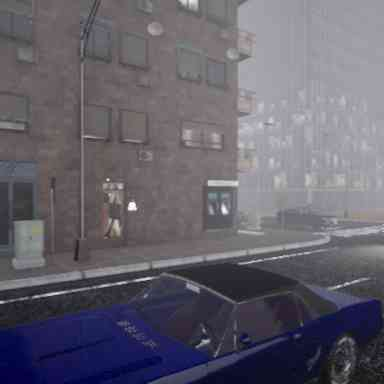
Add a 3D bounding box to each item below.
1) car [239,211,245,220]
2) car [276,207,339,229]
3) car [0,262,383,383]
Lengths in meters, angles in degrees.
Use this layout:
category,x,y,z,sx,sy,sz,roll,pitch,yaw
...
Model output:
category,x,y,z,sx,sy,sz,roll,pitch,yaw
car,3.084,2.036,32.682,1.837,1.490,4.892,0,-1,-37
car,8.541,1.878,24.975,2.128,1.511,4.902,0,-1,-33
car,0.118,1.616,3.771,4.718,1.301,1.895,1,0,-36
